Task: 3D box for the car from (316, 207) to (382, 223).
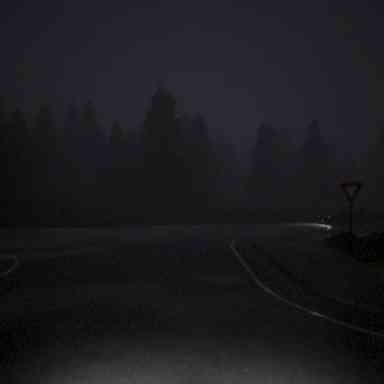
[{"bbox_3d":[13.192,1.968,27.896,5.357,1.411,2.033,0,-1,-16],"label":"car"}]
